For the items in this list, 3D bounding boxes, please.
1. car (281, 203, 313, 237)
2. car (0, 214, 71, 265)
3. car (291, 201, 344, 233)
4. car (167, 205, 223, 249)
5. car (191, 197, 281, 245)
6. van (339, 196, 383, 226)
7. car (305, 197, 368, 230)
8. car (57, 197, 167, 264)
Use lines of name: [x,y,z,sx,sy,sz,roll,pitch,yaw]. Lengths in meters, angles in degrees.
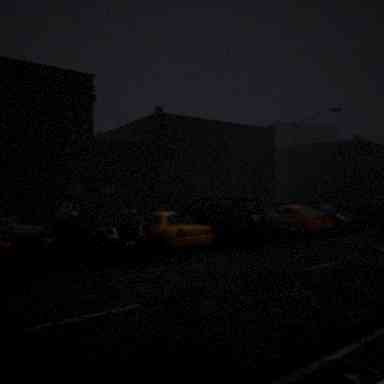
car: [3.378,1.493,17.381,2.231,1.521,4.892,0,0,-35]
car: [-5.722,1.518,10.884,2.002,1.452,4.674,0,0,-35]
car: [5.546,1.496,18.912,2.097,1.535,5.008,0,0,-35]
car: [-1.253,1.480,14.301,1.946,1.575,5.366,0,0,-35]
car: [1.102,1.237,15.788,2.435,2.045,5.566,0,0,-36]
van: [12.402,1.279,23.662,1.878,1.987,4.442,0,0,-35]
car: [7.890,1.376,20.627,2.185,1.767,4.553,0,0,-35]
car: [-3.494,1.229,12.441,2.435,2.045,5.566,0,0,-35]
